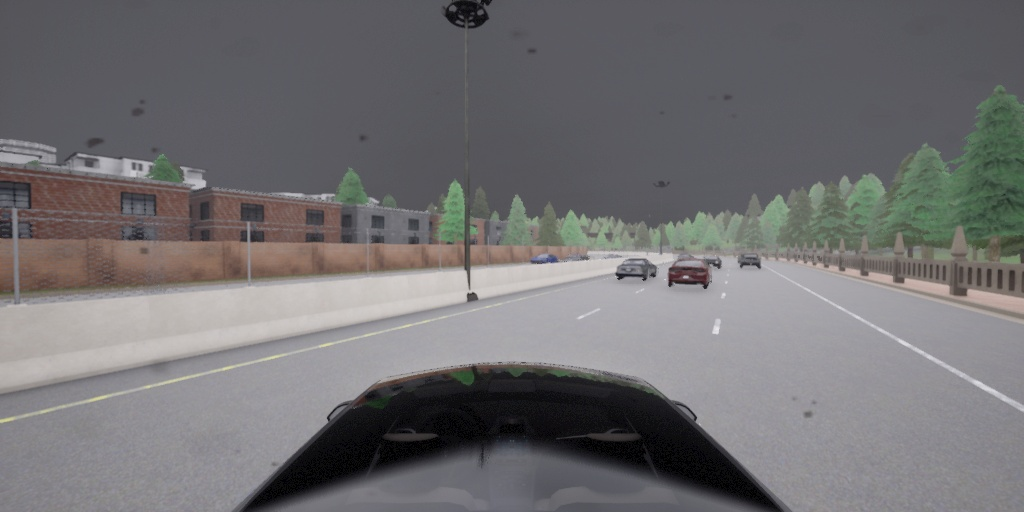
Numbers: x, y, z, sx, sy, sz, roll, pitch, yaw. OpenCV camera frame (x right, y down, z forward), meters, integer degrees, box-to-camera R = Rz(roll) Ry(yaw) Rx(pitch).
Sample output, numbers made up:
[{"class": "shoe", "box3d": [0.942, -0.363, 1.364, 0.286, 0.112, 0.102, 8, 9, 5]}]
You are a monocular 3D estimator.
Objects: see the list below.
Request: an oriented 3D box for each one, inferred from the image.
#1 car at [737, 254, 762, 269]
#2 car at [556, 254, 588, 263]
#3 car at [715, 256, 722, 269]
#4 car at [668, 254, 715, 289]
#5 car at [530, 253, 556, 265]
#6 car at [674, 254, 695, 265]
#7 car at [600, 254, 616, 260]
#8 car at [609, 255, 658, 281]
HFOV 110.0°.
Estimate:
[{"class": "car", "box3d": [25.394, 0.545, 38.297, 1.837, 1.490, 4.892, 1, 1, 32]}, {"class": "car", "box3d": [7.616, 0.469, 43.116, 2.128, 1.511, 4.902, 1, 1, 32]}, {"class": "car", "box3d": [21.491, 0.641, 38.640, 1.895, 1.301, 4.718, 1, 1, 32]}, {"class": "car", "box3d": [10.019, 0.876, 20.060, 1.882, 1.535, 5.008, 1, 1, 32]}, {"class": "car", "box3d": [3.998, 0.443, 43.932, 1.882, 1.535, 5.008, 1, 1, 32]}, {"class": "car", "box3d": [23.111, 0.414, 47.922, 2.033, 1.411, 5.357, 1, 1, 32]}, {"class": "car", "box3d": [12.215, 0.504, 43.857, 2.033, 1.411, 5.357, 1, 1, 32]}, {"class": "car", "box3d": [8.531, 0.869, 24.315, 2.033, 1.411, 5.357, 1, 1, 32]}]
